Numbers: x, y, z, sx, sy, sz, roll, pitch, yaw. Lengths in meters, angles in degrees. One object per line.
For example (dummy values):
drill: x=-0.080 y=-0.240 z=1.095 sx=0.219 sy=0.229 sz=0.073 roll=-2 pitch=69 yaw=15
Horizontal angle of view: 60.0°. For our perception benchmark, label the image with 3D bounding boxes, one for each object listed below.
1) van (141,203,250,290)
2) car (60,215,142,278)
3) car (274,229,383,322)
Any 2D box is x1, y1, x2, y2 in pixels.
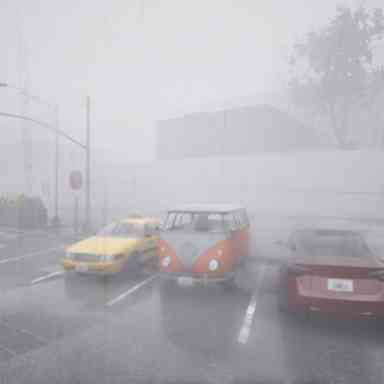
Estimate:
van: x=0.479 y=1.293 z=9.023 sx=1.878 sy=1.987 sz=4.442 roll=0 pitch=-1 yaw=16
car: x=-1.963 y=1.532 z=10.692 sx=1.946 sy=1.575 sz=5.366 roll=0 pitch=-1 yaw=16
car: x=2.936 y=1.532 z=7.424 sx=2.163 sy=1.488 sz=4.792 roll=0 pitch=-1 yaw=16
